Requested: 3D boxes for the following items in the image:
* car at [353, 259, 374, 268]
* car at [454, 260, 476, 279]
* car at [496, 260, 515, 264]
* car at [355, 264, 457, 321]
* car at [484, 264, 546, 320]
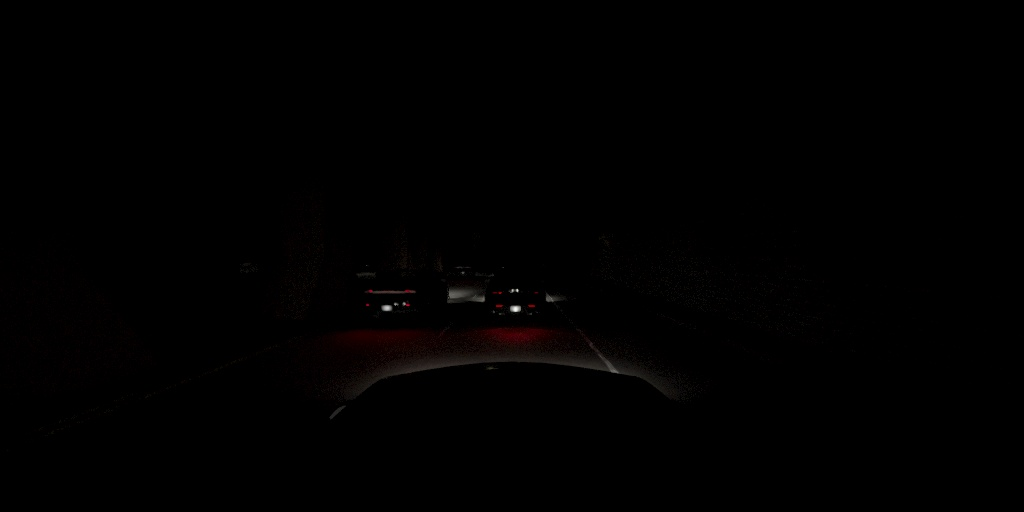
[{"bbox_3d":[-16.620,1.024,39.969,1.882,1.535,5.008,0,0,-14],"label":"car"},{"bbox_3d":[-4.101,1.089,30.372,2.128,1.511,4.902,0,0,-6],"label":"car"},{"bbox_3d":[-0.601,1.102,30.459,1.837,1.490,4.892,0,0,-6],"label":"car"},{"bbox_3d":[-3.400,1.186,12.169,2.128,1.511,4.902,0,0,0],"label":"car"},{"bbox_3d":[0.100,1.198,12.342,1.837,1.490,4.892,0,0,0],"label":"car"}]
